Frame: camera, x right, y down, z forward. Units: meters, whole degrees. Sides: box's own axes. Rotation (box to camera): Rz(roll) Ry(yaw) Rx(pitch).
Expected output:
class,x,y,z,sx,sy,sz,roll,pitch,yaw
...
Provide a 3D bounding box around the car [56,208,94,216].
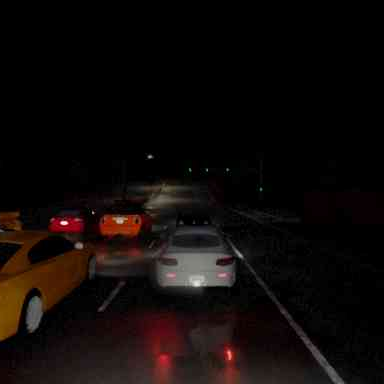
class,x,y,z,sx,sy,sz,roll,pitch,yaw
car,-6.909,1.647,19.969,1.994,1.385,4.181,0,0,0

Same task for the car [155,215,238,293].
class,x,y,z,sx,sy,sz,roll,pitch,yaw
car,0.092,1.563,8.874,1.812,1.442,4.674,0,0,0

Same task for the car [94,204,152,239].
class,x,y,z,sx,sy,sz,roll,pitch,yaw
car,-3.410,1.425,17.854,2.097,1.767,4.553,0,0,0

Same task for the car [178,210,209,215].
class,x,y,z,sx,sy,sz,roll,pitch,yaw
car,0.089,1.682,19.650,1.895,1.301,4.718,0,0,0

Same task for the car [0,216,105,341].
class,x,y,z,sx,sy,sz,roll,pitch,yaw
car,-3.405,1.505,6.618,1.882,1.535,5.008,0,0,0
